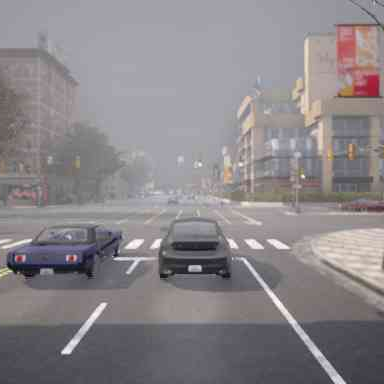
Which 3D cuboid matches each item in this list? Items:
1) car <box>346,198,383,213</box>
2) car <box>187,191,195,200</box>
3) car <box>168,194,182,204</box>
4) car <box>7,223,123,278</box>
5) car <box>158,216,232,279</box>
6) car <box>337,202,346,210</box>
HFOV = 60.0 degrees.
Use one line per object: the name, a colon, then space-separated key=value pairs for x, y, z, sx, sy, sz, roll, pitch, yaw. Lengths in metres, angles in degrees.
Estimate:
car: x=19.789 y=1.581 z=36.052 sx=4.718 sy=1.301 sz=1.895 roll=0 pitch=0 yaw=0
car: x=-0.130 y=1.300 z=91.293 sx=2.097 sy=1.767 sz=4.553 roll=0 pitch=0 yaw=0
car: x=-3.481 y=1.516 z=61.788 sx=2.033 sy=1.411 sz=5.357 roll=0 pitch=0 yaw=0
car: x=-3.423 y=1.596 z=10.083 sx=1.895 sy=1.301 sz=4.718 roll=0 pitch=0 yaw=0
car: x=0.076 y=1.499 z=10.013 sx=1.837 sy=1.490 sz=4.892 roll=0 pitch=0 yaw=0
car: x=19.785 y=1.504 z=39.551 sx=4.674 sy=1.442 sz=1.812 roll=0 pitch=0 yaw=0
